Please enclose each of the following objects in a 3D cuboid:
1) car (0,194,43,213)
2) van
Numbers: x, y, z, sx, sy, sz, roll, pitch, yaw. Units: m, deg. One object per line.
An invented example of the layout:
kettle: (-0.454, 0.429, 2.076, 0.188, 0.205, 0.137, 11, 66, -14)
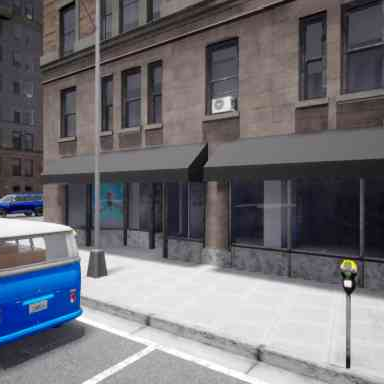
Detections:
car: (-15.445, 1.213, 29.368, 2.150, 2.045, 5.566, 0, 0, 35)
van: (-3.622, 1.341, 5.660, 3.998, 1.788, 1.690, 0, 0, 36)
